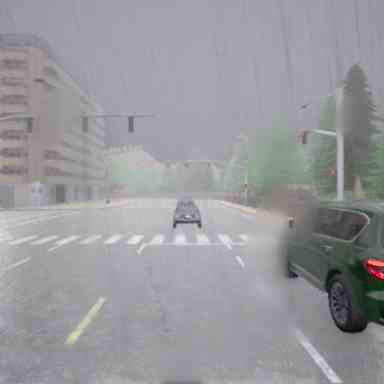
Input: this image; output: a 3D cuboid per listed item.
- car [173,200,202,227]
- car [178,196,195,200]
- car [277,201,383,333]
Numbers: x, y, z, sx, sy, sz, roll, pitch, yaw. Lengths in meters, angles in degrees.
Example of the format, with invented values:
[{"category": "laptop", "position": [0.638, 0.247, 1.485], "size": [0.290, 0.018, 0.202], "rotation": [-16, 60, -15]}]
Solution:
[{"category": "car", "position": [-0.331, 1.496, 22.376], "size": [2.033, 1.411, 5.357], "rotation": [0, 0, -1]}, {"category": "car", "position": [-0.739, 1.257, 41.920], "size": [2.097, 1.767, 4.553], "rotation": [0, 0, -1]}, {"category": "car", "position": [3.412, 1.193, 6.862], "size": [2.150, 2.045, 5.566], "rotation": [0, 0, 0]}]
